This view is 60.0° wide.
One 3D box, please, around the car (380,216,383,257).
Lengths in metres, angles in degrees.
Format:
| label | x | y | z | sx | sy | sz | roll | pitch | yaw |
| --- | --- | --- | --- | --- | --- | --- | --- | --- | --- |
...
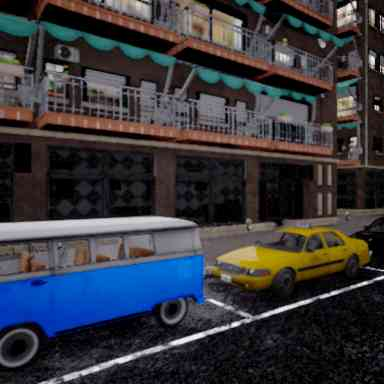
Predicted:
| label | x | y | z | sx | sy | sz | roll | pitch | yaw |
| --- | --- | --- | --- | --- | --- | --- | --- | --- | --- |
| car | 7.326 | 1.525 | 11.782 | 4.313 | 1.339 | 1.947 | 0 | 0 | -35 |

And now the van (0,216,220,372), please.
| label | x | y | z | sx | sy | sz | roll | pitch | yaw |
| --- | --- | --- | --- | --- | --- | --- | --- | --- | --- |
| van | -1.667 | 1.336 | 5.367 | 3.998 | 1.788 | 1.690 | 0 | 0 | -35 |

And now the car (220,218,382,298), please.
| label | x | y | z | sx | sy | sz | roll | pitch | yaw |
| --- | --- | --- | --- | --- | --- | --- | --- | --- | --- |
| car | 2.691 | 1.502 | 8.476 | 4.829 | 1.417 | 1.752 | 0 | 0 | -35 |
